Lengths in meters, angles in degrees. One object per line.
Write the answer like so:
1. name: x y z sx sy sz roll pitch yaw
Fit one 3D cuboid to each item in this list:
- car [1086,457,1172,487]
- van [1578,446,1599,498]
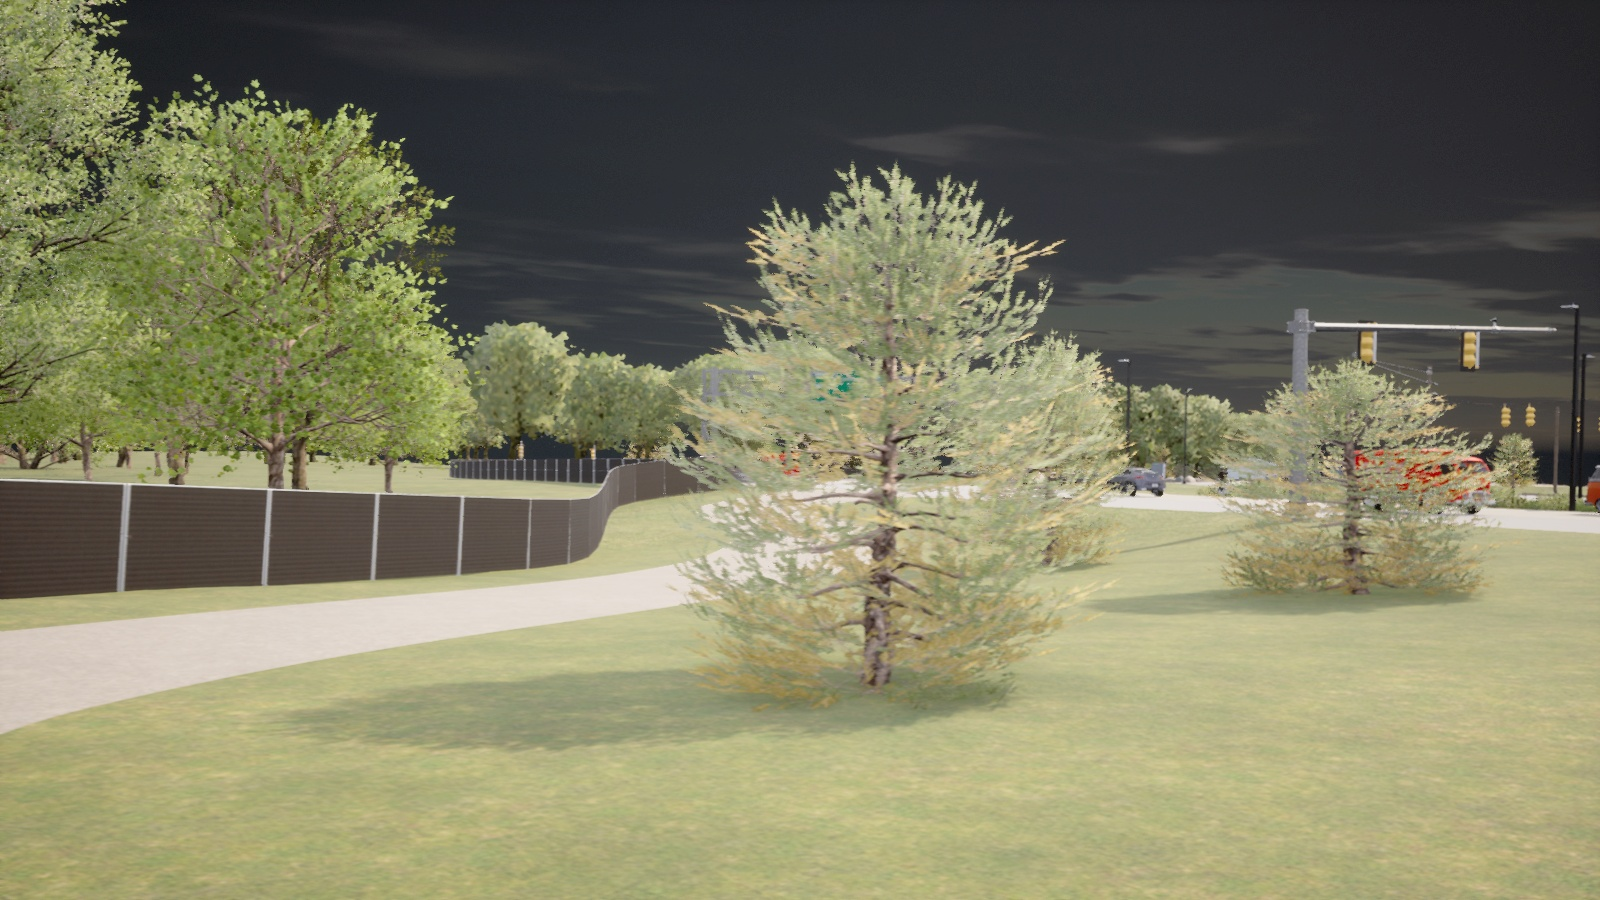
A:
1. car: 18.602 1.233 71.211 2.152 1.651 5.027 0 -1 -21
2. van: 31.838 0.808 46.957 1.775 1.987 4.442 0 -1 -21
